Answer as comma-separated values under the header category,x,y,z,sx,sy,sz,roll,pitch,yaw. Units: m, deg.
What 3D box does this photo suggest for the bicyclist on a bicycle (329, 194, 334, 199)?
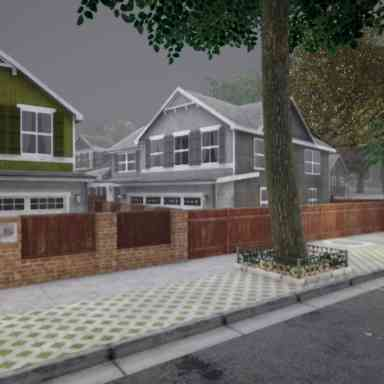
category,x,y,z,sx,sy,sz,roll,pitch,yaw
bicyclist on a bicycle,16.301,1.102,38.740,0.582,1.620,1.656,1,1,43
